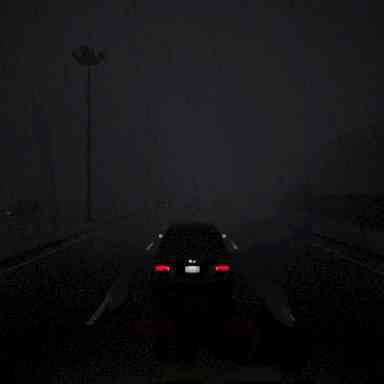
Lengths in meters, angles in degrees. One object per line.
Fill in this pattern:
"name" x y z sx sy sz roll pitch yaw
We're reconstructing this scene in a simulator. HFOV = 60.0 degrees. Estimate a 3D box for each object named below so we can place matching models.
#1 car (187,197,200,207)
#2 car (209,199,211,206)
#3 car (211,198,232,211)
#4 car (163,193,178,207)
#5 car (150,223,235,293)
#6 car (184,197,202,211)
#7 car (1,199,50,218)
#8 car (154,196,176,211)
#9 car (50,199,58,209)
"car" 0.192 1.467 50.230 1.837 1.490 4.892 0 0 0
"car" 3.692 1.527 50.206 1.994 1.385 4.181 0 0 0
"car" 3.615 1.448 39.789 1.882 1.535 5.008 0 0 0
"car" -3.308 1.184 50.284 2.150 2.045 5.566 0 0 0
"car" 0.007 1.541 8.959 2.033 1.411 5.357 0 0 0
"car" 0.116 1.462 39.895 2.128 1.511 4.902 0 0 0
"car" -15.041 1.468 29.789 2.128 1.511 4.902 0 0 0
"car" -3.384 1.518 39.954 2.033 1.411 5.357 0 0 0
"car" -18.397 1.533 41.583 1.994 1.385 4.181 0 0 1
